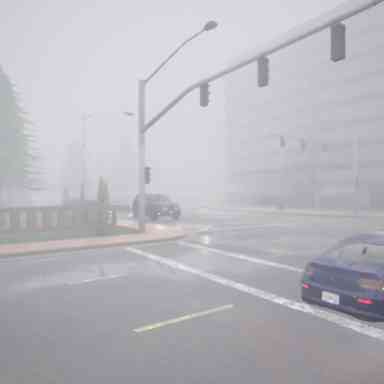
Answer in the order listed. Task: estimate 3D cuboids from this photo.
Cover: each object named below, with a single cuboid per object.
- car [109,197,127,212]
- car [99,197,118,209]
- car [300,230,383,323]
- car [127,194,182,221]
[{"bbox_3d":[-7.842,1.460,35.279,1.812,1.442,4.674,0,0,-27],"label":"car"},{"bbox_3d":[-11.302,1.424,45.295,2.128,1.511,4.902,0,0,-10],"label":"car"},{"bbox_3d":[4.101,1.514,6.679,4.674,1.442,1.812,-1,0,-35],"label":"car"},{"bbox_3d":[-2.986,1.157,26.892,2.150,2.045,5.566,0,0,-32],"label":"car"}]
